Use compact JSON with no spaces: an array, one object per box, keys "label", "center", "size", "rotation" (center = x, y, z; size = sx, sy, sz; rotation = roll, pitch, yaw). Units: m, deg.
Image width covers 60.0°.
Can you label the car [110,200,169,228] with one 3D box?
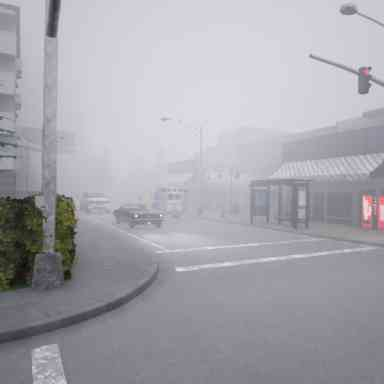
[{"label":"car","center":[-3.370,1.396,20.417],"size":[1.895,1.301,4.718],"rotation":[1,0,-27]}]

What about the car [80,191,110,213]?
[{"label":"car","center":[-9.608,0.929,32.780],"size":[2.150,2.045,5.566],"rotation":[1,0,-27]}]

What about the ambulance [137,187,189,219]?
[{"label":"ambulance","center":[-2.600,0.841,26.882],"size":[2.351,2.431,6.366],"rotation":[1,0,-27]}]
